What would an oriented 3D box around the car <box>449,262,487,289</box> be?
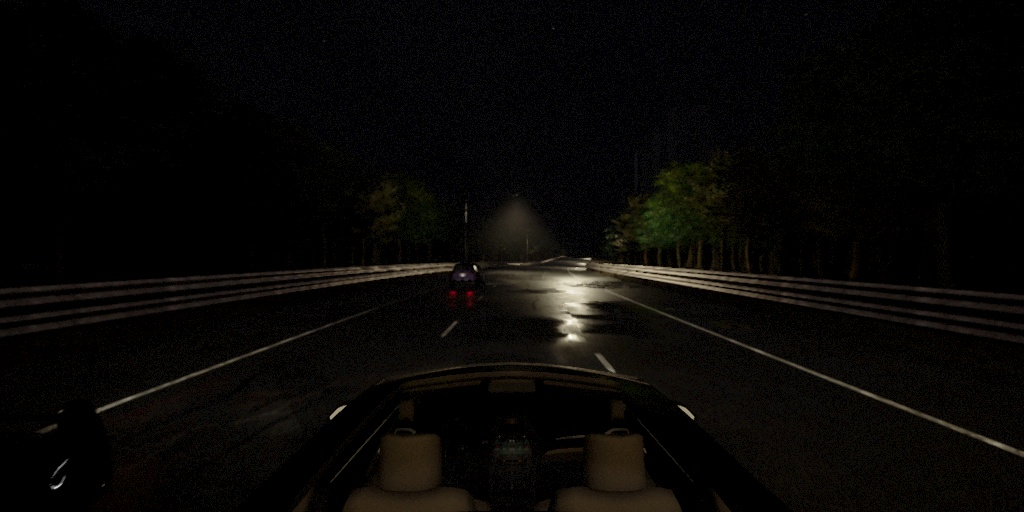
[{"bbox_3d":[-2.842,1.223,23.688,2.033,1.649,4.856,0,0,3],"label":"car"}]
